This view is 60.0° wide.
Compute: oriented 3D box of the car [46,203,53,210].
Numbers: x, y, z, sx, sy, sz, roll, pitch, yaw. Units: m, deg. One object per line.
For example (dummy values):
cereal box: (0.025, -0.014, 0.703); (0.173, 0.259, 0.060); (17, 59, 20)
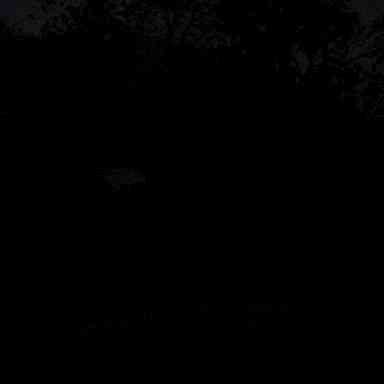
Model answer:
car: (-18.265, 1.542, 40.301); (1.946, 1.575, 5.366); (-1, 0, -36)

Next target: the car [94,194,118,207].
car: (-11.588, 1.247, 45.366); (2.435, 2.045, 5.566); (0, 0, -36)
